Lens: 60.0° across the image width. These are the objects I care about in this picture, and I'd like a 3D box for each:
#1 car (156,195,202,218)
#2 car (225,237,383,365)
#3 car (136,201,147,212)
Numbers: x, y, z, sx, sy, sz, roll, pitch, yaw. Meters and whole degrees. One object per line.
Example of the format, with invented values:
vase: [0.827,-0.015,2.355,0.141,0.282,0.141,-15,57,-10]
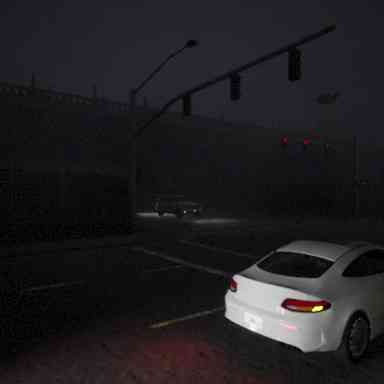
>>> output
car: [-1.361,1.300,31.520,2.150,2.045,5.566,0,0,-36]
car: [2.610,1.535,5.827,4.674,1.442,1.812,0,0,-39]
car: [-7.178,1.679,39.645,1.895,1.301,4.718,0,0,-36]
